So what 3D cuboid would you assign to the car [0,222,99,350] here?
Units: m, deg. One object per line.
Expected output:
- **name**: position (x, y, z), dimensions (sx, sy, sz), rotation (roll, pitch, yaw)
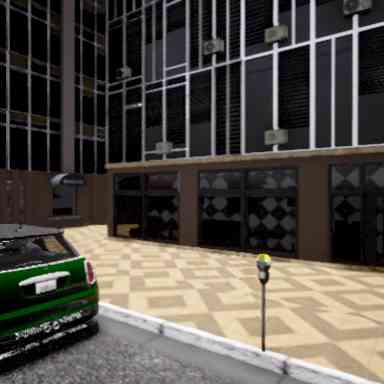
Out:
- **car**: position (-3.785, 1.352, 5.937), dimensions (4.553, 1.767, 2.097), rotation (0, 0, 35)
